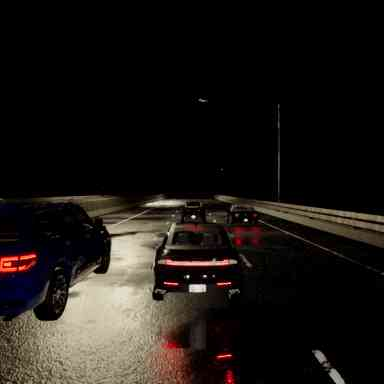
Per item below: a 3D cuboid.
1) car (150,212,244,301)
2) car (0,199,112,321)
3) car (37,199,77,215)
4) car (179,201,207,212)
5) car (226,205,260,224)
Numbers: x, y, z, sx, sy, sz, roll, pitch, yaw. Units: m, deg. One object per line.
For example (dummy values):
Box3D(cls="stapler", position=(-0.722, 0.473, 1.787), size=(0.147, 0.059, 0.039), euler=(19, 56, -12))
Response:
Box3D(cls="car", position=(0.099, 1.489, 8.305), size=(2.128, 1.511, 4.902), euler=(0, 0, 0))
Box3D(cls="car", position=(-3.396, 1.219, 7.391), size=(2.150, 2.045, 5.566), euler=(0, 0, 0))
Box3D(cls="car", position=(-14.090, 1.535, 35.013), size=(2.033, 1.411, 5.357), euler=(0, 0, 0))
Box3D(cls="car", position=(0.099, 1.496, 25.944), size=(1.837, 1.490, 4.892), euler=(0, 0, 0))
Box3D(cls="car", position=(3.598, 1.593, 24.479), size=(1.895, 1.301, 4.718), euler=(0, 0, 0))
